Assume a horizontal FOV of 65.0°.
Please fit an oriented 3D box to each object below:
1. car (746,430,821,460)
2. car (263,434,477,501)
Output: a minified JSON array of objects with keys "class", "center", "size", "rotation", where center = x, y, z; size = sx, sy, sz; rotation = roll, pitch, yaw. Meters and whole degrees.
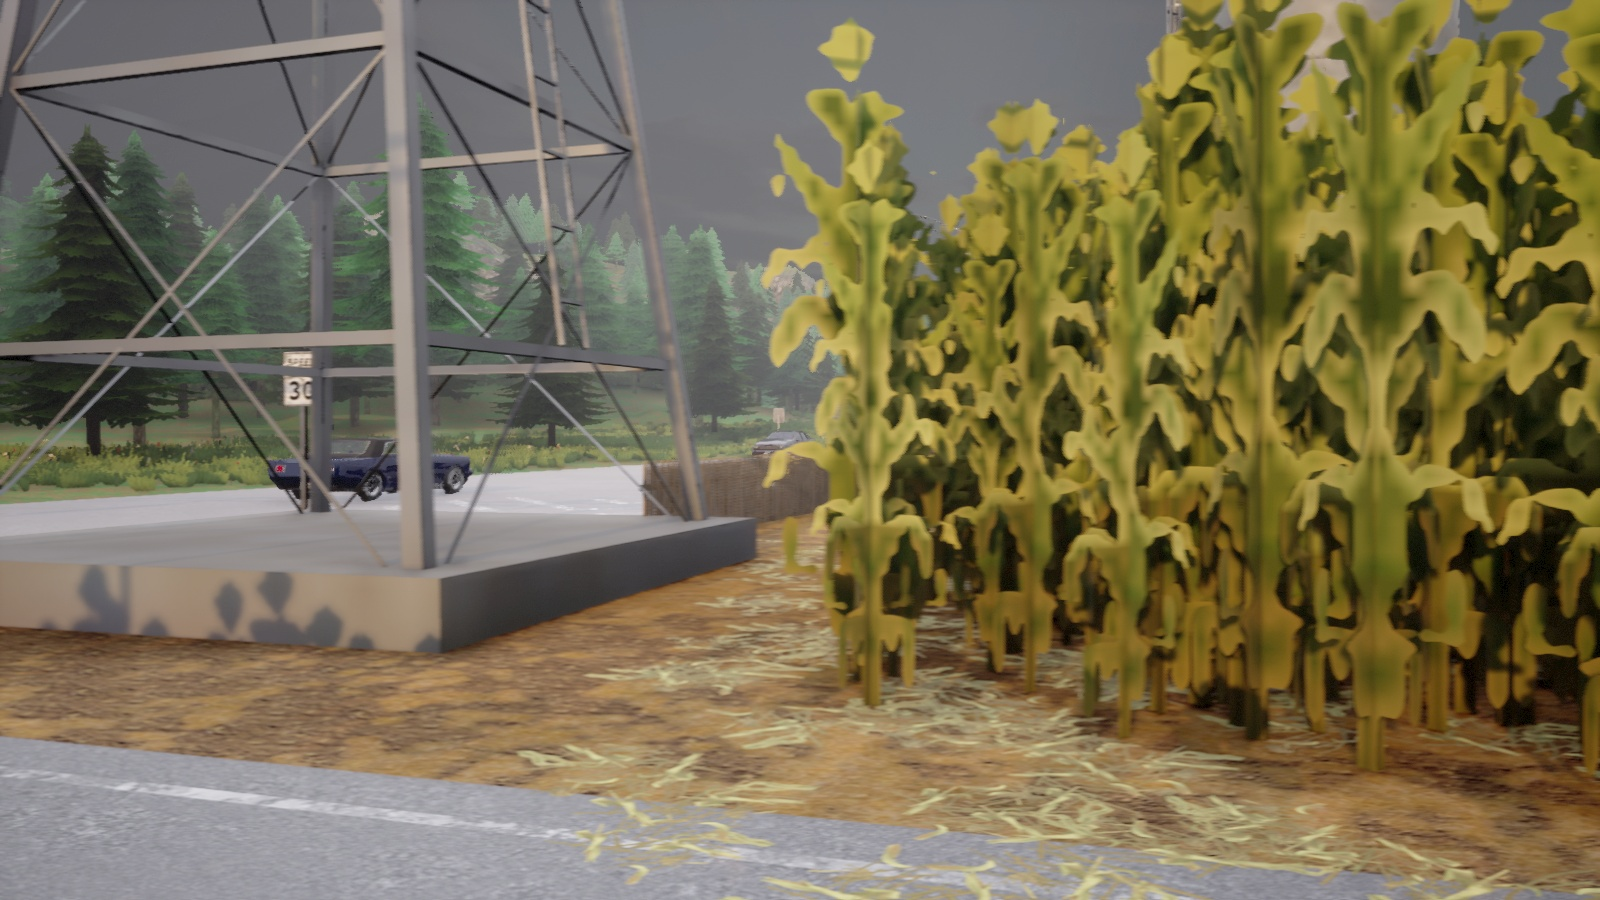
[{"class":"car","center":[-0.745,-0.269,62.313],"size":[2.033,1.411,5.357],"rotation":[1,1,19]},{"class":"car","center":[-9.191,0.313,27.318],"size":[1.895,1.301,4.718],"rotation":[1,1,19]}]
